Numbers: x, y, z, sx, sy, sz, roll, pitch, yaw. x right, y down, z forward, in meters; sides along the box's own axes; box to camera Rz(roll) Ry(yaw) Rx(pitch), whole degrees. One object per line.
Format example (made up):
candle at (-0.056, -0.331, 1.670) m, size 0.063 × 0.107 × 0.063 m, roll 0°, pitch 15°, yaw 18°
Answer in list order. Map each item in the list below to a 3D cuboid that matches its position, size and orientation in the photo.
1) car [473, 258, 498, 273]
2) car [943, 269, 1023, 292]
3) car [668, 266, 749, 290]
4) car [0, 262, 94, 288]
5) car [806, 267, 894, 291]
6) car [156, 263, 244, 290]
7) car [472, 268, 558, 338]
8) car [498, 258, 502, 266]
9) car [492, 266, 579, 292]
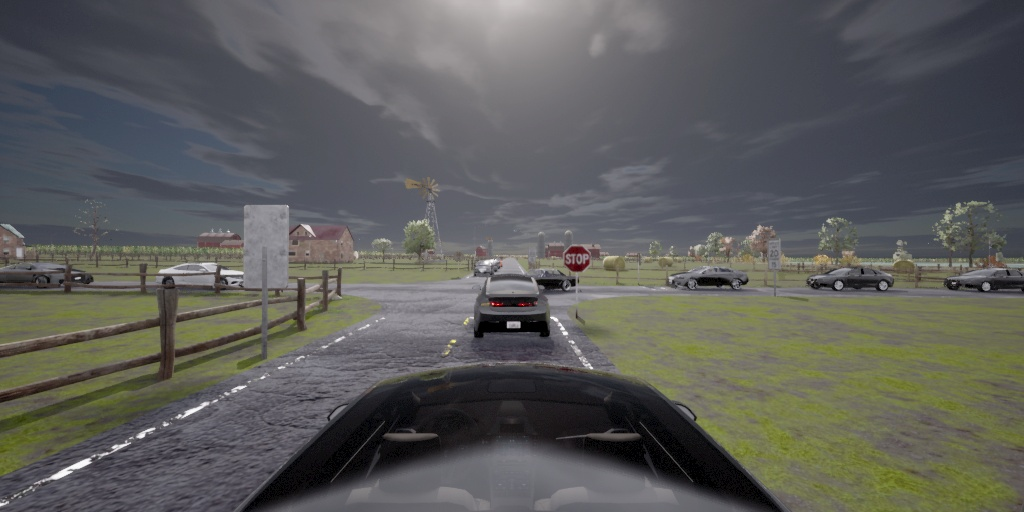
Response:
car at (-2.843, 1.243, 36.927) m, size 2.128 × 1.511 × 4.902 m, roll 0°, pitch 0°, yaw 0°
car at (31.712, 1.587, 23.791) m, size 4.892 × 1.490 × 1.837 m, roll 1°, pitch -1°, yaw -1°
car at (12.808, 1.397, 23.508) m, size 4.902 × 1.511 × 2.128 m, roll 1°, pitch -1°, yaw -2°
car at (-26.356, 1.048, 20.086) m, size 4.181 × 1.385 × 1.994 m, roll 1°, pitch -1°, yaw -1°
car at (22.209, 1.499, 23.674) m, size 4.892 × 1.490 × 1.837 m, roll 1°, pitch -1°, yaw -1°
car at (-17.236, 1.103, 20.203) m, size 4.674 × 1.442 × 1.812 m, roll 1°, pitch -1°, yaw -1°
car at (-0.070, 1.256, 10.239) m, size 1.837 × 1.490 × 4.892 m, roll 0°, pitch 0°, yaw -3°
car at (-2.832, 1.241, 46.373) m, size 2.128 × 1.511 × 4.902 m, roll 0°, pitch 0°, yaw 0°
car at (1.507, 1.369, 20.284) m, size 4.718 × 1.301 × 1.895 m, roll 1°, pitch 0°, yaw -35°
